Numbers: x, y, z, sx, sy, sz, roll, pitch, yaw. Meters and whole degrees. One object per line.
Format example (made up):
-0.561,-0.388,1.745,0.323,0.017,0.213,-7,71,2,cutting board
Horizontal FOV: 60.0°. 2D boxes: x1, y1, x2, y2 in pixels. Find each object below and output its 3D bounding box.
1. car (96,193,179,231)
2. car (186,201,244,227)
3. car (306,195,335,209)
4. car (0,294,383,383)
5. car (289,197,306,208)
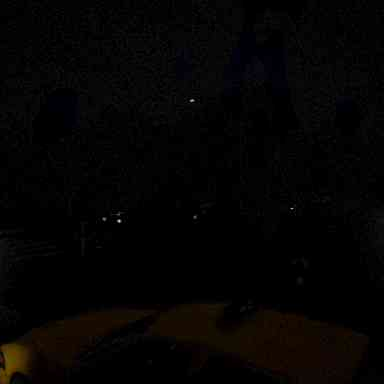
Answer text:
-3.114,1.089,20.198,2.150,2.045,5.566,0,0,36,car
1.650,1.331,21.738,1.882,1.535,5.008,0,0,36,car
16.605,1.170,42.317,2.097,1.767,4.553,0,0,36,car
0.144,1.526,2.709,4.829,1.417,1.752,0,0,36,car
14.792,1.368,44.729,2.033,1.411,5.357,0,0,37,car
